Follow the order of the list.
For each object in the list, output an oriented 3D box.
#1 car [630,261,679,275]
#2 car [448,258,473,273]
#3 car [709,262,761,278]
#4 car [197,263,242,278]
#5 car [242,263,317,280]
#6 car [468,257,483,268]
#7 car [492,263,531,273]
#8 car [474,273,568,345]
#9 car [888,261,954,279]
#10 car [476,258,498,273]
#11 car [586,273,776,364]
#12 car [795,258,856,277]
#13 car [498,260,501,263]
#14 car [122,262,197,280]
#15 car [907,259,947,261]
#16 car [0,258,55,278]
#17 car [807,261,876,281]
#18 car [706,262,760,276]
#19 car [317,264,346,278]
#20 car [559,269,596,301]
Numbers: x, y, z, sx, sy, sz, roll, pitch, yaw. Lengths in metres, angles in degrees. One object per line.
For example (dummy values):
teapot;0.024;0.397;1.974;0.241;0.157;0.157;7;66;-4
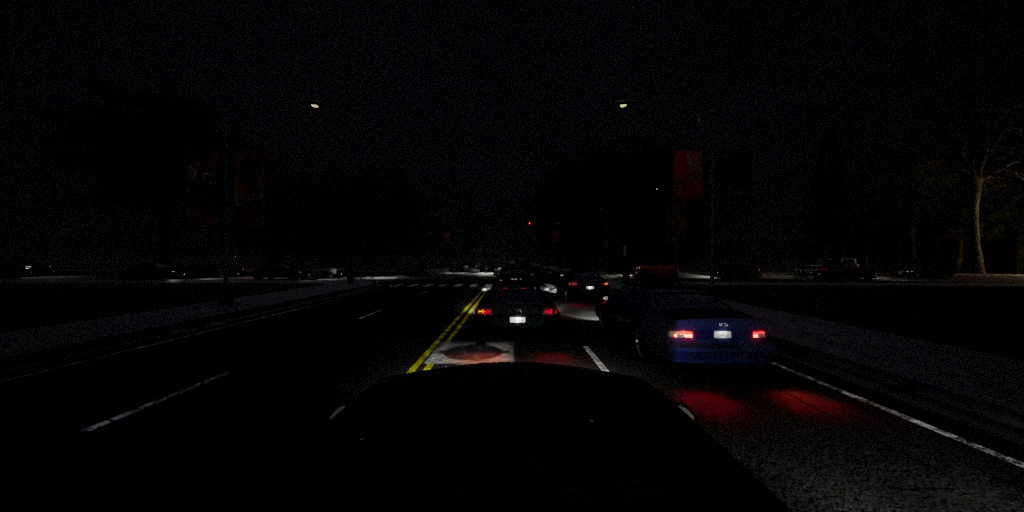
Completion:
car;14.598;1.265;36.984;4.553;1.767;2.097;0;0;-1
car;-6.923;1.391;46.915;1.837;1.490;4.892;0;0;6
car;23.232;1.521;37.078;4.181;1.385;1.994;0;0;-2
car;-27.596;1.331;33.232;4.718;1.301;1.895;0;0;-1
car;-19.390;1.280;30.067;4.674;1.442;1.812;0;0;-2
car;-6.561;1.176;59.397;2.150;2.045;5.566;0;-1;0
car;0.098;1.283;18.486;1.837;1.490;4.892;0;0;0
car;0.106;1.320;9.580;1.994;1.385;4.181;0;0;0
car;42.657;1.568;37.185;4.902;1.511;2.128;0;0;0
car;-3.241;1.379;47.342;2.128;1.511;4.902;0;0;-2
car;3.353;1.303;8.231;2.033;1.411;5.357;0;0;0
car;32.674;1.230;37.135;5.566;2.045;2.150;0;0;0
car;-3.310;1.502;59.649;2.033;1.411;5.357;0;0;0
car;-29.714;1.243;29.961;4.674;1.442;1.812;0;0;-1
car;45.924;1.328;40.434;5.566;2.045;2.150;0;0;0
car;-45.459;1.028;33.090;4.553;1.767;2.097;0;0;0
car;31.261;1.486;33.678;4.902;1.511;2.128;0;0;0
car;24.802;1.475;40.325;4.892;1.490;1.837;0;0;-1
car;-18.078;1.365;33.321;4.718;1.301;1.895;0;0;-1
car;3.356;1.340;17.475;1.994;1.385;4.181;0;0;0
